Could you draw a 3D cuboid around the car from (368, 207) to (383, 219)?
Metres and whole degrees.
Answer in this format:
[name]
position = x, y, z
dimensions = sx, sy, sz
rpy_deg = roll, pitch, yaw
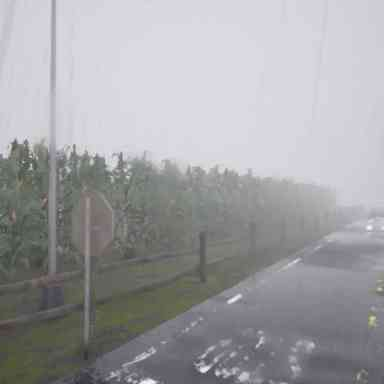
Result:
[car]
position = 21.231, 2.416, 37.861
dimensions = 1.895, 1.301, 4.718
rpy_deg = -1, -2, 32
